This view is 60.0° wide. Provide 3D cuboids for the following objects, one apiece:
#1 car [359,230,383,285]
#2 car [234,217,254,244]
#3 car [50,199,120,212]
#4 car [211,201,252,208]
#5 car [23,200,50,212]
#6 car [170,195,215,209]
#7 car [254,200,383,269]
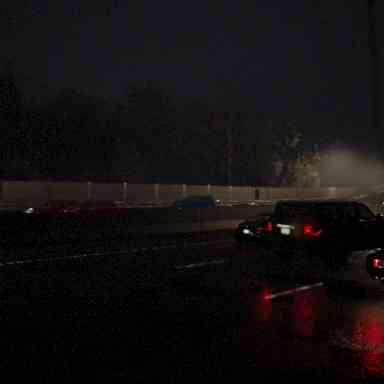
[{"bbox_3d":[6.419,1.666,8.328,4.718,1.301,1.895,0,0,-36],"label":"car"},{"bbox_3d":[3.922,1.642,15.143,4.181,1.385,1.994,0,0,-36],"label":"car"},{"bbox_3d":[-7.544,1.401,24.405,4.553,1.767,2.097,0,0,-35],"label":"car"},{"bbox_3d":[4.058,1.698,28.380,4.181,1.385,1.994,1,0,-35],"label":"car"},{"bbox_3d":[-10.927,1.390,26.292,4.553,1.767,2.097,0,0,-35],"label":"car"},{"bbox_3d":[0.196,1.374,38.520,5.566,2.045,2.150,0,0,-35],"label":"car"},{"bbox_3d":[5.010,1.292,11.621,5.566,2.045,2.150,0,0,-36],"label":"car"}]
